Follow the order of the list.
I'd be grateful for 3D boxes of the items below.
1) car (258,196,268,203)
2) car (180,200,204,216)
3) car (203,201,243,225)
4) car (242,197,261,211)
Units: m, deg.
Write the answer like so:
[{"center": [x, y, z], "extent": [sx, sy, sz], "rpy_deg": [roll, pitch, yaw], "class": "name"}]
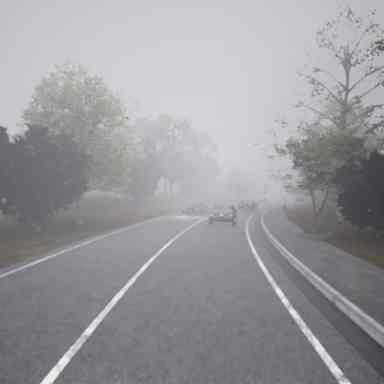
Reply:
[{"center": [14.536, 1.565, 69.593], "extent": [1.812, 1.442, 4.674], "rpy_deg": [2, 1, 24], "class": "car"}, {"center": [0.300, 1.483, 31.668], "extent": [1.994, 1.385, 4.181], "rpy_deg": [1, 0, 14], "class": "car"}, {"center": [2.338, 1.536, 23.863], "extent": [2.033, 1.411, 5.357], "rpy_deg": [1, 0, 10], "class": "car"}, {"center": [7.185, 1.630, 42.290], "extent": [1.895, 1.301, 4.718], "rpy_deg": [2, 0, 19], "class": "car"}]
